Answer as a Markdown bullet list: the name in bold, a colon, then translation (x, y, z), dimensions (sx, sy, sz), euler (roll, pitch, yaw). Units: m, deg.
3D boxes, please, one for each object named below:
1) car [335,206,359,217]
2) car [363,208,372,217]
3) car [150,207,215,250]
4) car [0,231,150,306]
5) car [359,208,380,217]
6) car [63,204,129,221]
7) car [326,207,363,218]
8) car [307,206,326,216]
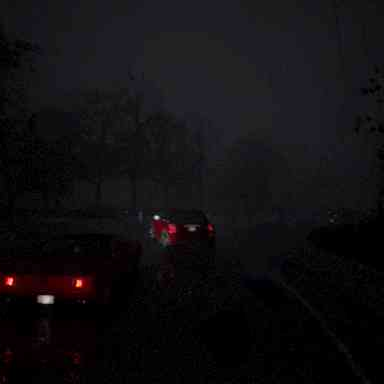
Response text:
- **car**: translation (25.572, 3.234, 54.800), dimensions (5.008, 1.535, 1.882), euler (4, -3, -43)
- **car**: translation (27.718, 3.278, 52.017), dimensions (4.674, 1.442, 1.812), euler (4, -3, -43)
- **car**: translation (-0.595, 1.490, 15.197), dimensions (2.097, 1.767, 4.553), euler (1, 0, -16)
- **car**: translation (-2.476, 1.642, 8.116), dimensions (1.895, 1.301, 4.718), euler (1, -1, 3)
- **car**: translation (33.004, 3.761, 61.694), dimensions (5.008, 1.535, 1.882), euler (4, -3, -43)
- **car**: translation (-8.092, 1.696, 28.429), dimensions (5.357, 1.411, 2.033), euler (1, -1, -13)
- **car**: translation (21.021, 2.829, 45.854), dimensions (5.357, 1.411, 2.033), euler (4, -2, -42)
- **car**: translation (18.593, 2.743, 48.377), dimensions (5.008, 1.535, 1.882), euler (4, -3, -42)
